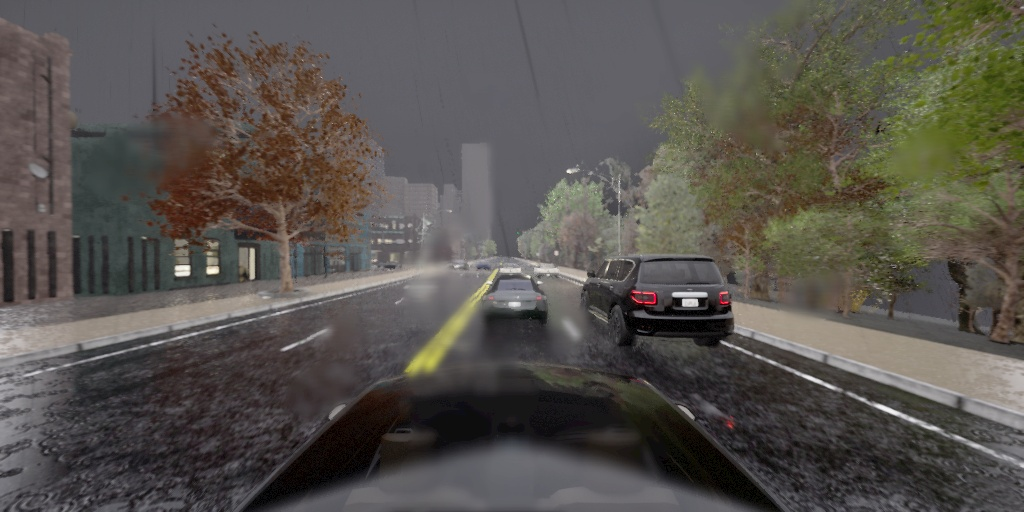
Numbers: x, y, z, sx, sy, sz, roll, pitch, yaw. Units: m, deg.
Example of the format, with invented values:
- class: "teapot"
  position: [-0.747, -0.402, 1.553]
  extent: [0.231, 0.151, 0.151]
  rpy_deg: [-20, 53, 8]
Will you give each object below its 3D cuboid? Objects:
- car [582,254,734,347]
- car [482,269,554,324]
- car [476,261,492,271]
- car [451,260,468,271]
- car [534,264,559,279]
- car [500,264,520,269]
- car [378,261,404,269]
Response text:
- class: "car"
  position: [3.349, 0.970, 9.430]
  extent: [2.150, 2.045, 5.566]
  rpy_deg: [0, 0, 0]
- class: "car"
  position: [0.091, 1.312, 11.978]
  extent: [1.994, 1.385, 4.181]
  rpy_deg: [0, 0, 0]
- class: "car"
  position: [-3.829, 1.347, 49.545]
  extent: [1.895, 1.301, 4.718]
  rpy_deg: [0, 0, 0]
- class: "car"
  position: [-7.075, 1.238, 48.882]
  extent: [2.128, 1.511, 4.902]
  rpy_deg: [0, 0, 0]
- class: "car"
  position: [3.079, 1.347, 33.112]
  extent: [1.895, 1.301, 4.718]
  rpy_deg: [0, 0, -1]
- class: "car"
  position: [-0.173, 1.347, 33.136]
  extent: [1.895, 1.301, 4.718]
  rpy_deg: [0, 0, -1]
- class: "car"
  position: [-20.686, 1.564, 61.283]
  extent: [4.313, 1.339, 1.948]
  rpy_deg: [0, 0, -1]
